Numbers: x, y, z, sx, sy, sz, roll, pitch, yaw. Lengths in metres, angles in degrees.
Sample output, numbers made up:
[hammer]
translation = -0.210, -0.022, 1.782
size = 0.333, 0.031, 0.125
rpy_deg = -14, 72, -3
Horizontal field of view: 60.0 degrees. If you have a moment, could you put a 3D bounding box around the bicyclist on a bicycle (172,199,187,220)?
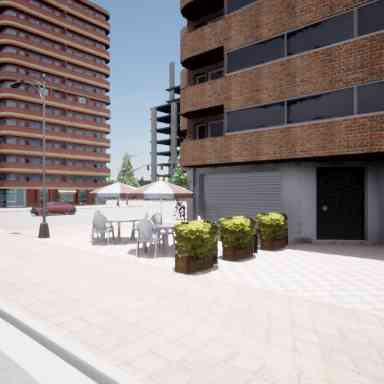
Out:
[bicyclist on a bicycle]
translation = -0.968, 1.356, 25.431
size = 1.656, 1.620, 0.582
rpy_deg = 0, 0, 41

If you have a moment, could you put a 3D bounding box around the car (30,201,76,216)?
[car]
translation = -13.650, 1.619, 32.927
size = 1.994, 1.385, 4.181
rpy_deg = 0, 0, 42
